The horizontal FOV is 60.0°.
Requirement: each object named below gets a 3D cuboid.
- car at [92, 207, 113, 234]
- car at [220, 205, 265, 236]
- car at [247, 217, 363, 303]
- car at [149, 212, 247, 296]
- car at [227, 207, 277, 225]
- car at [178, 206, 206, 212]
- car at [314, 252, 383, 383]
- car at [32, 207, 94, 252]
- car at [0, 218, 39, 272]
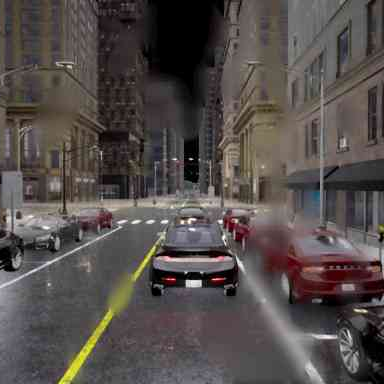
[{"bbox_3d":[-5.780,1.542,19.088,1.887,1.381,4.507,-1,0,0],"label":"car"},{"bbox_3d":[2.745,1.542,19.092,1.887,1.381,4.507,-1,0,0],"label":"car"},{"bbox_3d":[2.750,1.543,8.081,1.887,1.381,4.507,-1,0,0],"label":"car"},{"bbox_3d":[0.050,1.490,8.609,2.128,1.511,4.902,0,0,0],"label":"car"},{"bbox_3d":[2.747,1.543,13.586,1.887,1.381,4.507,-1,0,0],"label":"car"},{"bbox_3d":[-0.006,1.502,17.714,1.837,1.490,4.892,0,0,0],"label":"car"},{"bbox_3d":[2.753,1.565,2.576,1.947,1.339,4.313,-1,0,0],"label":"car"},{"bbox_3d":[-5.777,1.549,13.583,2.008,1.369,4.403,-1,0,0],"label":"car"},{"bbox_3d":[-5.775,1.564,8.078,1.947,1.339,4.313,-1,0,0],"label":"car"}]
